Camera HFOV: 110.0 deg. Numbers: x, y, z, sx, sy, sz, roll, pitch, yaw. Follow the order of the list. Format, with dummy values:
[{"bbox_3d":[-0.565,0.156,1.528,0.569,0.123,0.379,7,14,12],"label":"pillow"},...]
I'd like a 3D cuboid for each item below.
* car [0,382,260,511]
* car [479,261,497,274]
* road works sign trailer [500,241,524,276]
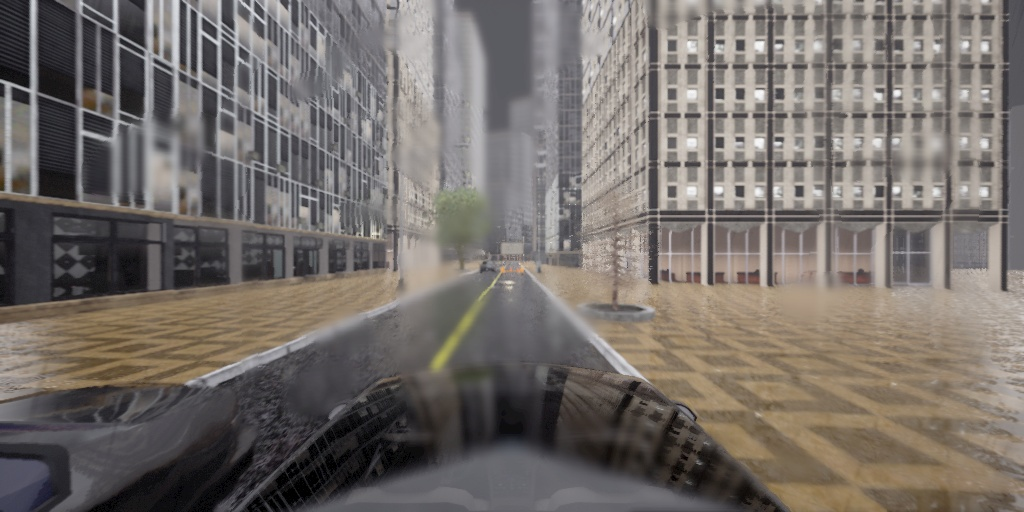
[{"bbox_3d":[-2.849,1.298,0.340,2.033,1.411,5.357,0,0,0],"label":"car"},{"bbox_3d":[-2.822,1.298,42.916,1.837,1.490,4.892,0,0,0],"label":"car"},{"bbox_3d":[0.007,0.248,37.019,2.380,3.560,2.880,0,0,0],"label":"road works sign trailer"}]
